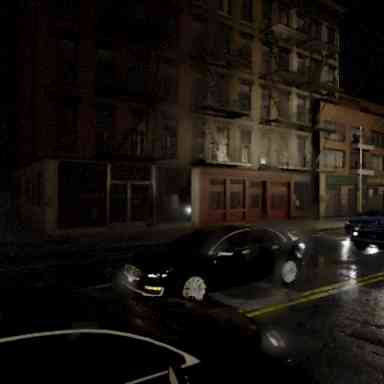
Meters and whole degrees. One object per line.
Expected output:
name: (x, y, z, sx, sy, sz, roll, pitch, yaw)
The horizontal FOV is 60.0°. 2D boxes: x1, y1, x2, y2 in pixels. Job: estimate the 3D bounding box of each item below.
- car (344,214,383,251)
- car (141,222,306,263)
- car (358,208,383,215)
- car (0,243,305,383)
car: (8.470, 1.698, 13.360, 4.718, 1.301, 1.895, 0, 0, -33)
car: (0.750, 1.538, 8.120, 4.892, 1.490, 1.837, 1, 0, -35)
car: (10.501, 1.653, 18.555, 4.674, 1.442, 1.812, 1, 0, -33)
car: (-1.230, 1.507, 2.524, 4.892, 1.490, 1.837, 0, 0, -36)
